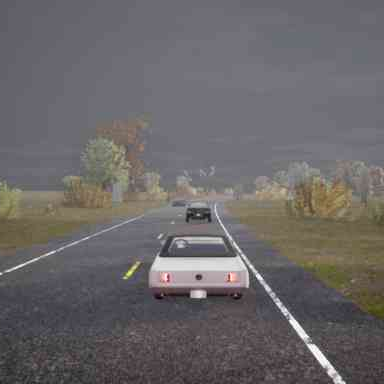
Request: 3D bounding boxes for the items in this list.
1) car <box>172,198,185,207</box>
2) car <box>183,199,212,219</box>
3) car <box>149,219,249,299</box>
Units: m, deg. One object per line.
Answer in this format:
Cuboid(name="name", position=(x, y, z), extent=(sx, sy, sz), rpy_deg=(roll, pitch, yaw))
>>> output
Cuboid(name="car", position=(-1.783, 1.545, 50.093), extent=(2.033, 1.411, 5.357), rpy_deg=(0, 0, 5))
Cuboid(name="car", position=(0.539, 1.480, 26.057), extent=(1.882, 1.535, 5.008), rpy_deg=(0, 0, 2))
Cuboid(name="car", position=(0.134, 1.602, 8.367), extent=(1.895, 1.301, 4.718), rpy_deg=(0, 0, 0))
